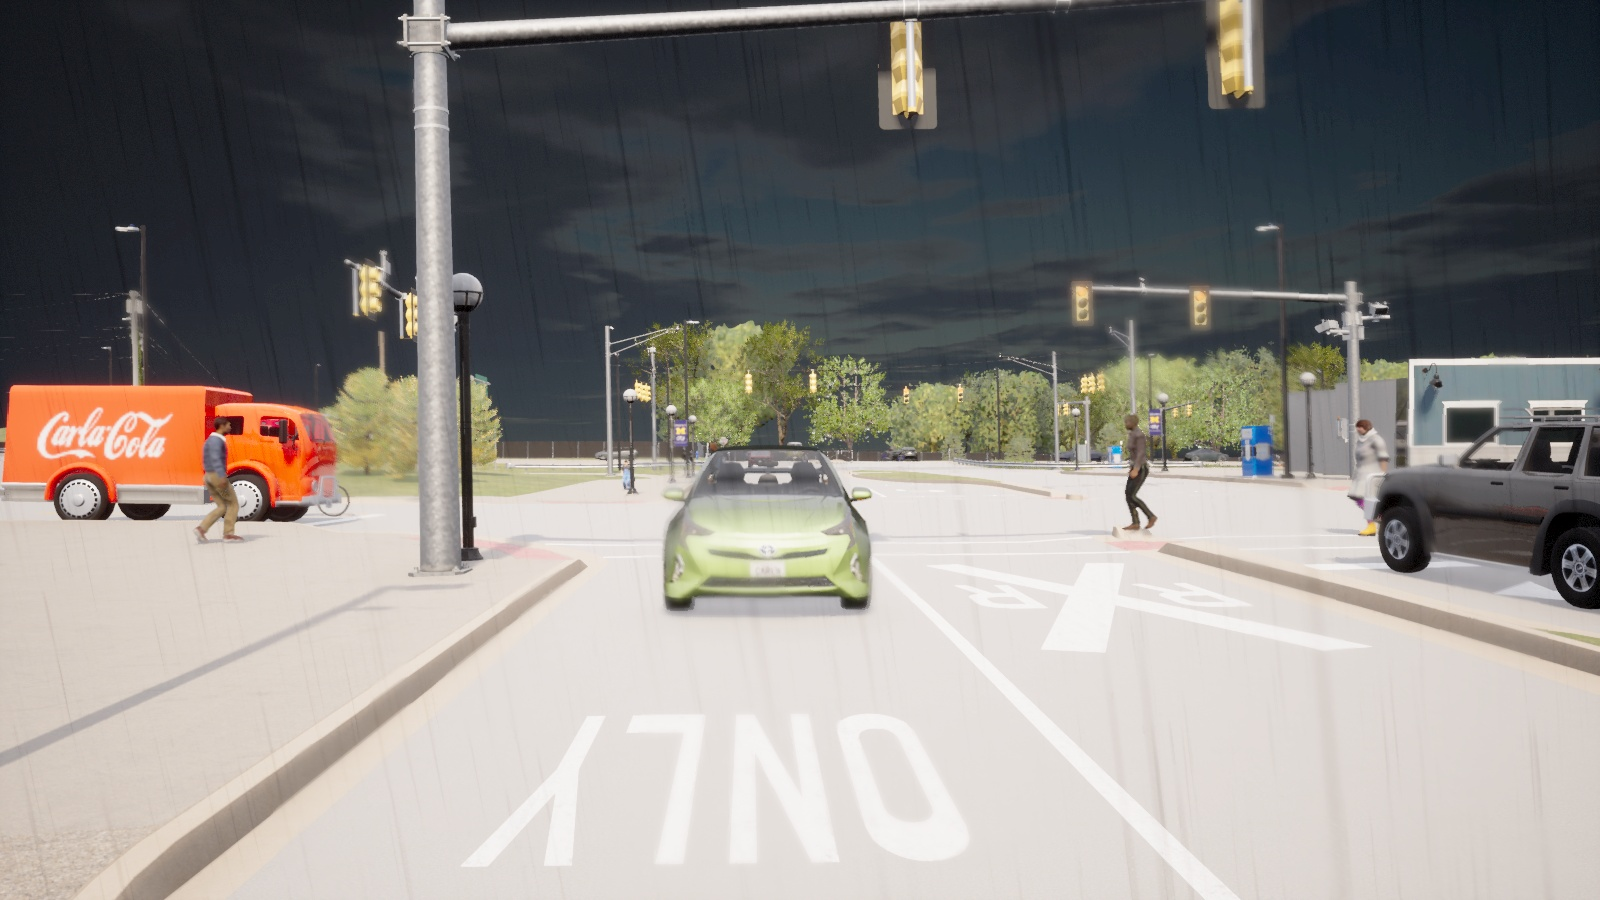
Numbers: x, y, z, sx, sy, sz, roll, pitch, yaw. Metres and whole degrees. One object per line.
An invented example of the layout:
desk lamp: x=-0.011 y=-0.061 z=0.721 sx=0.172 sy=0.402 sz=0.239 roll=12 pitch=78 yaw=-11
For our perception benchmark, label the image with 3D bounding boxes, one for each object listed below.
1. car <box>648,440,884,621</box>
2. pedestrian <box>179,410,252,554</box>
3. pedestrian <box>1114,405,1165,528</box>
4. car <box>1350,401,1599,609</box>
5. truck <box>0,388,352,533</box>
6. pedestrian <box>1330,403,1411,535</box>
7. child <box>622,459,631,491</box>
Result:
car: x=-0.341 y=0.674 z=12.996 sx=2.007 sy=1.525 sz=4.514 roll=-1 pitch=0 yaw=-1
pedestrian: x=-8.132 y=0.434 z=17.479 sx=0.788 sy=1.949 sz=0.423 roll=-1 pitch=-1 yaw=-38
pedestrian: x=5.198 y=0.258 z=19.232 sx=0.634 sy=1.846 sz=0.331 roll=-2 pitch=-1 yaw=0
car: x=7.886 y=0.437 z=13.016 sx=1.932 sy=1.855 sz=4.605 roll=-1 pitch=1 yaw=-7
truck: x=-11.176 y=0.198 z=22.731 sx=5.204 sy=2.467 sz=2.627 roll=0 pitch=-1 yaw=-2
pedestrian: x=8.715 y=0.291 z=19.217 sx=0.873 sy=1.952 sz=0.659 roll=-2 pitch=-1 yaw=1
child: x=-6.942 y=1.001 z=50.261 sx=0.270 sy=1.263 sz=0.437 roll=-2 pitch=-1 yaw=-5
